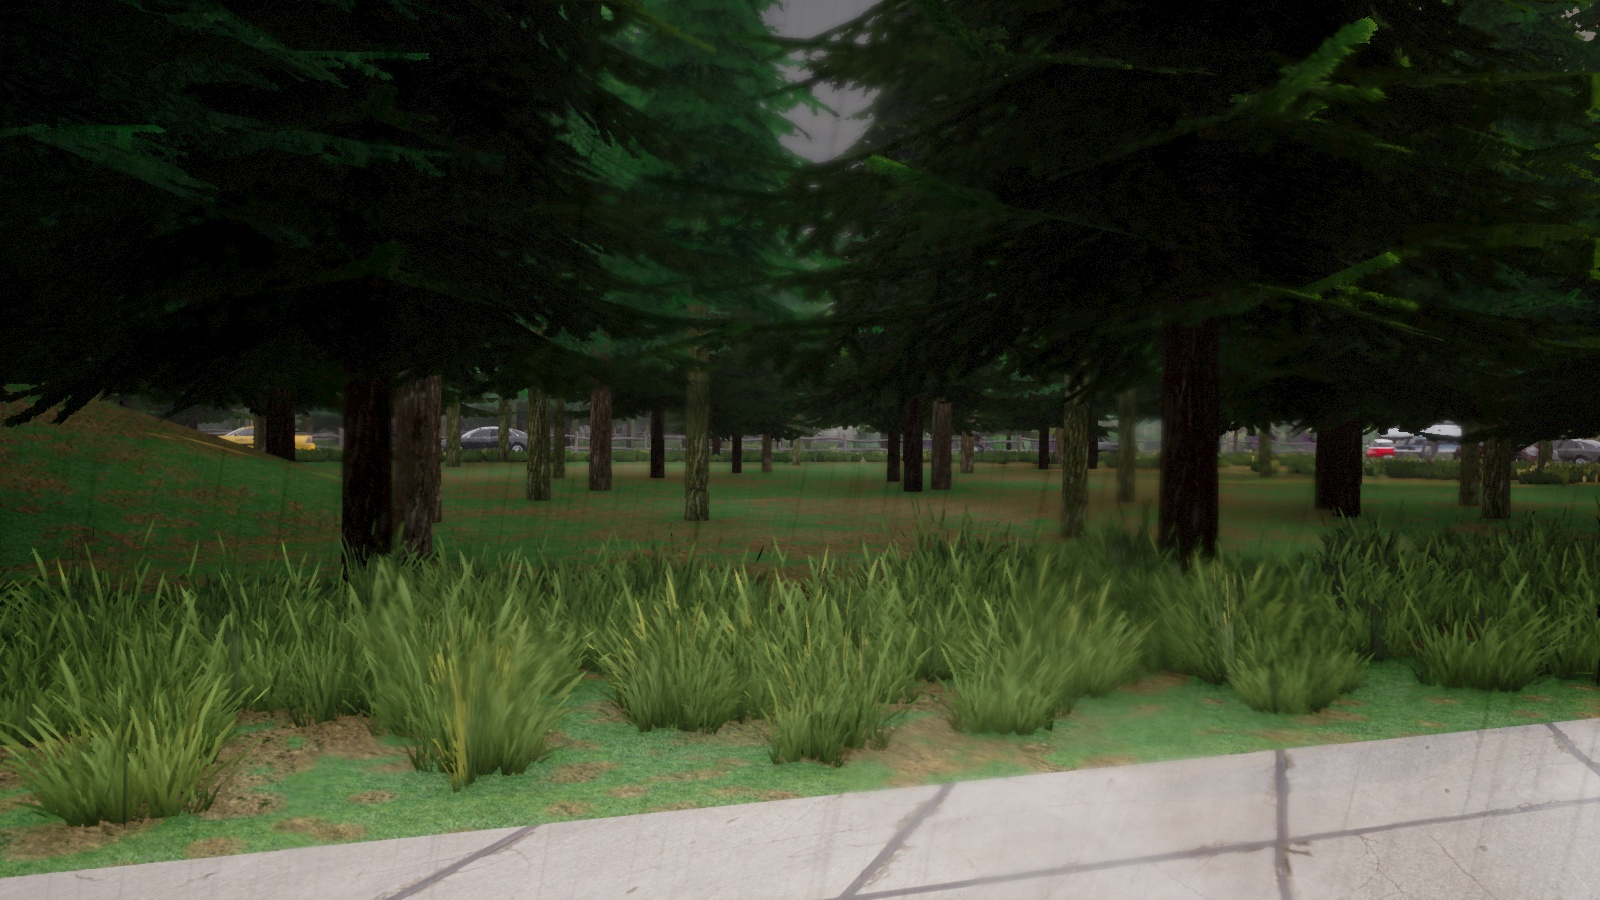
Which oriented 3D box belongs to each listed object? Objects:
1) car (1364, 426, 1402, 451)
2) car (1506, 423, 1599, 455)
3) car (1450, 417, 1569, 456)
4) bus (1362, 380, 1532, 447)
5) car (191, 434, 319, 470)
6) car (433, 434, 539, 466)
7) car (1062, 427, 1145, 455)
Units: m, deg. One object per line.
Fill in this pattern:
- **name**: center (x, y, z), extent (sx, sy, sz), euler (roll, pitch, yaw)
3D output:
- **car**: center (33.566, -0.668, 72.374), extent (1.481, 1.376, 2.207), euler (-1, 1, 11)
- **car**: center (36.608, -0.543, 60.041), extent (1.837, 1.490, 4.892), euler (-1, 1, -22)
- **car**: center (33.241, -0.636, 59.011), extent (2.097, 1.767, 4.553), euler (-1, 1, -22)
- **bus**: center (42.684, -2.396, 82.883), extent (10.273, 4.253, 3.944), euler (-1, 1, -19)
- **car**: center (-25.178, 0.062, 58.221), extent (5.366, 1.575, 1.801), euler (-1, 1, -21)
- **car**: center (-15.475, -0.037, 61.913), extent (4.892, 1.490, 1.837), euler (-1, 1, -21)
- **car**: center (16.977, -0.523, 70.245), extent (4.193, 1.474, 1.816), euler (-1, 1, -19)
